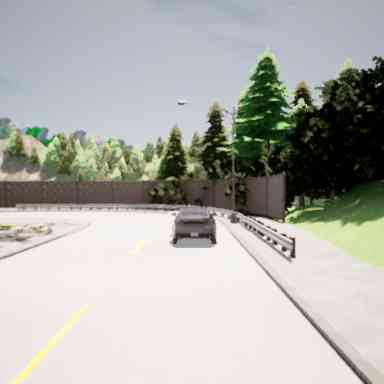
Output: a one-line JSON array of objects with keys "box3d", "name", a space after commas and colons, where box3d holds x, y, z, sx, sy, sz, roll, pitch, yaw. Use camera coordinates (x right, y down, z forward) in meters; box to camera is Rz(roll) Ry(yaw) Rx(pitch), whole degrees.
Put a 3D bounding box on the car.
[{"box3d": [0.104, 1.393, 15.353, 1.837, 1.490, 4.892, 0, 0, 0], "name": "car"}]
